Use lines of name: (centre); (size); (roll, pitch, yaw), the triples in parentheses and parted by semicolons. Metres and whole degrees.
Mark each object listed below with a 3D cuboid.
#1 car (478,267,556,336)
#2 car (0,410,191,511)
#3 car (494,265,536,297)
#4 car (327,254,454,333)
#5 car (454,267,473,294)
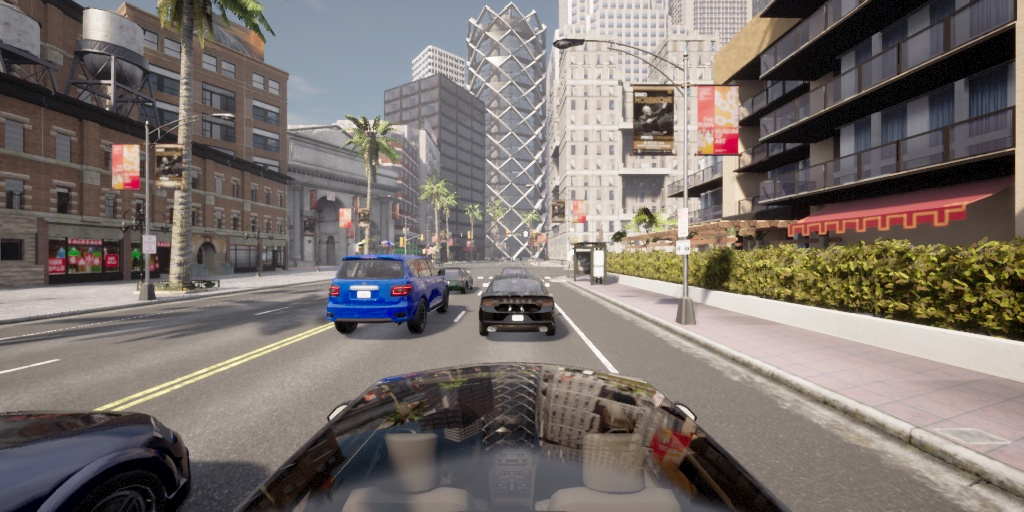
car: (0.131, 1.228, 10.471); (1.882, 1.535, 5.008); (0, 0, 0)
car: (-3.341, 1.314, 0.867); (1.994, 1.385, 4.181); (0, 0, 0)
car: (0.144, 1.297, 20.061); (2.033, 1.411, 5.357); (0, 0, 0)
car: (-3.376, 0.971, 10.876); (2.150, 2.045, 5.566); (0, 0, 0)
car: (-3.350, 1.314, 20.235); (1.994, 1.385, 4.181); (0, 0, 0)
